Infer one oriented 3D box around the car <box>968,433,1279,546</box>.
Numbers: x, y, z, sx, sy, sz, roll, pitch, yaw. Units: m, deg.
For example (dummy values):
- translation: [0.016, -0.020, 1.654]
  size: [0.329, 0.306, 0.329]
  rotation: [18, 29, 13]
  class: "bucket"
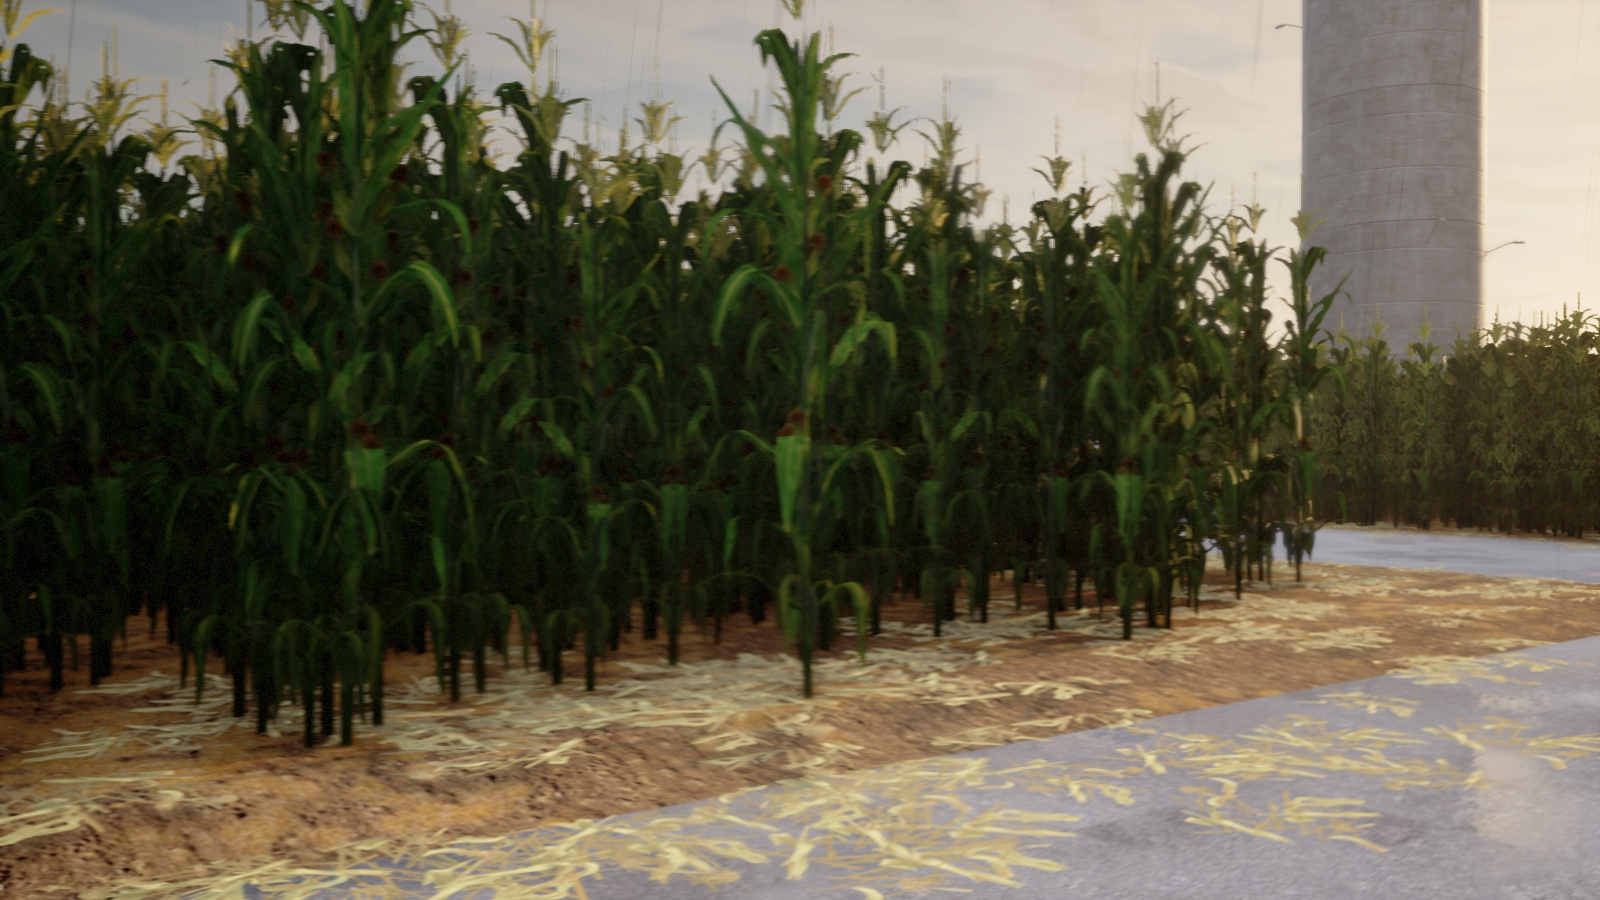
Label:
- translation: [5.212, 0.594, 20.912]
  size: [2.033, 1.649, 4.856]
  rotation: [0, 0, -35]
  class: "car"
